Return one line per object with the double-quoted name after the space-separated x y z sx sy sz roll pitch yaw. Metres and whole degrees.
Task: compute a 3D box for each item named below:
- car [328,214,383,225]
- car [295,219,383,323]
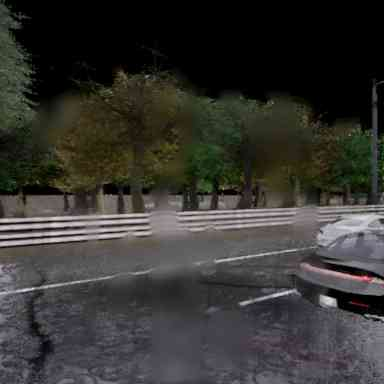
6.634 1.558 12.548 4.674 1.442 1.812 0 0 -34 "car"
4.156 1.512 6.635 4.902 1.511 2.128 0 0 -34 "car"
